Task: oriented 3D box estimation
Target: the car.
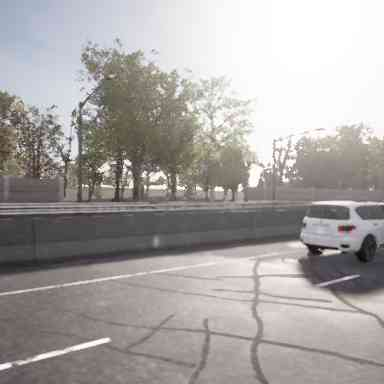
[{"bbox_3d":[6.561,1.364,12.838,5.566,2.045,2.150,0,0,-35],"label":"car"}]
